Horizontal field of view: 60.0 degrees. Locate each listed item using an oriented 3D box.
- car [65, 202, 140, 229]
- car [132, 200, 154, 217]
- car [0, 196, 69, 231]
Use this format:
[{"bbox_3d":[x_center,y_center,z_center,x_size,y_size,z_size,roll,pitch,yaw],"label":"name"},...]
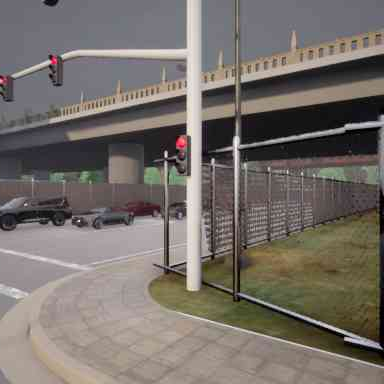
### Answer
[{"bbox_3d":[-5.857,1.619,22.224,1.994,1.385,4.181,0,0,35],"label":"car"},{"bbox_3d":[-4.901,1.533,29.630,1.882,1.535,5.008,0,0,35],"label":"car"},{"bbox_3d":[-10.576,1.277,21.628,2.150,2.045,5.566,0,0,36],"label":"car"}]
